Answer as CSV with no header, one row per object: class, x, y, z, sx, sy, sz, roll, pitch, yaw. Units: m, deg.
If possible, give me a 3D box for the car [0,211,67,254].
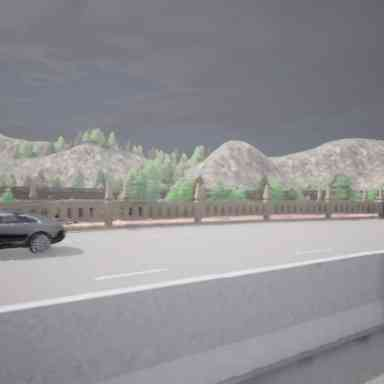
car,-7.002,1.428,11.694,4.902,1.511,2.128,1,0,-34
